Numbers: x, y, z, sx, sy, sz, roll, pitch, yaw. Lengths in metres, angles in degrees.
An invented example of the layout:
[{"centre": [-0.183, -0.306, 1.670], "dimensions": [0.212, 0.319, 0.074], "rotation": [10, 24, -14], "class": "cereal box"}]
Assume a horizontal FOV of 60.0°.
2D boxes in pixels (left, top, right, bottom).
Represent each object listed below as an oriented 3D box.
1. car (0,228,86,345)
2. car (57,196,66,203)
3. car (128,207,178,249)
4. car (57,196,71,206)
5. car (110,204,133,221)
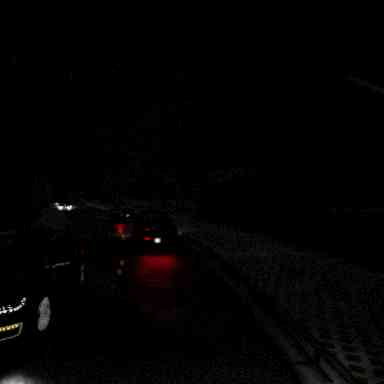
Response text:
[{"centre": [-3.426, 1.564, 6.709], "dimensions": [1.837, 1.490, 4.892], "rotation": [1, 0, -6], "class": "car"}, {"centre": [-29.333, 1.778, 74.947], "dimensions": [1.837, 1.490, 4.892], "rotation": [1, -1, -21], "class": "car"}, {"centre": [-1.838, 1.647, 15.371], "dimensions": [1.837, 1.490, 4.892], "rotation": [1, 0, -12], "class": "car"}, {"centre": [-23.124, 1.807, 60.631], "dimensions": [1.895, 1.301, 4.718], "rotation": [1, -1, -24], "class": "car"}, {"centre": [-6.027, 1.756, 29.255], "dimensions": [1.812, 1.442, 4.674], "rotation": [1, -1, -21], "class": "car"}]
